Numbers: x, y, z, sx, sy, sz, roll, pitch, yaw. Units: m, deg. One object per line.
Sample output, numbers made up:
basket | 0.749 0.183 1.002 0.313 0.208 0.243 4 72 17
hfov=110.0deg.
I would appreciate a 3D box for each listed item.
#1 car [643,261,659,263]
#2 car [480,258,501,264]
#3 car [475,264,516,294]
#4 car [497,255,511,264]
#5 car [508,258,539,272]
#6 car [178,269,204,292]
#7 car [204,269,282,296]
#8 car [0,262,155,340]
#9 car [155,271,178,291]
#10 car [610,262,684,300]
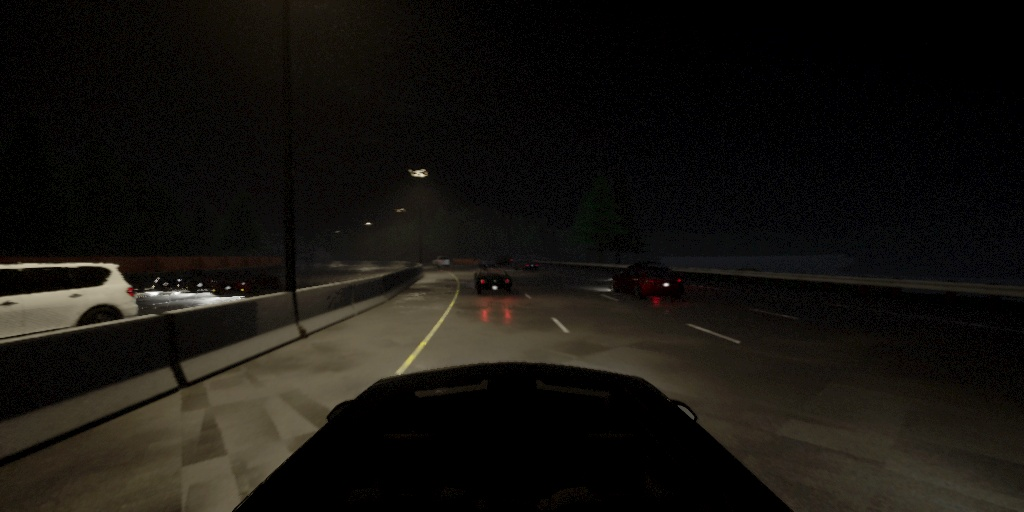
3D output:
car | 8.893 1.079 23.866 1.812 1.442 4.674 -1 0 -8
car | -3.525 1.320 50.395 1.895 1.301 4.718 -1 0 -19
car | -1.179 1.335 20.527 1.895 1.301 4.718 -1 0 -8
car | -1.721 0.881 65.023 2.150 2.045 5.566 -1 0 -22
car | 1.644 1.186 45.100 2.033 1.411 5.357 -1 0 -18
car | -19.624 1.613 24.171 1.994 1.385 4.181 -1 0 -8
car | -15.728 1.550 21.495 1.994 1.385 4.181 -1 0 -7
car | -10.912 1.152 7.099 2.150 2.045 5.566 -1 0 -3
car | -23.409 1.676 25.863 1.994 1.385 4.181 -1 0 -9
car | 6.214 1.177 16.972 1.994 1.385 4.181 -1 0 -6
